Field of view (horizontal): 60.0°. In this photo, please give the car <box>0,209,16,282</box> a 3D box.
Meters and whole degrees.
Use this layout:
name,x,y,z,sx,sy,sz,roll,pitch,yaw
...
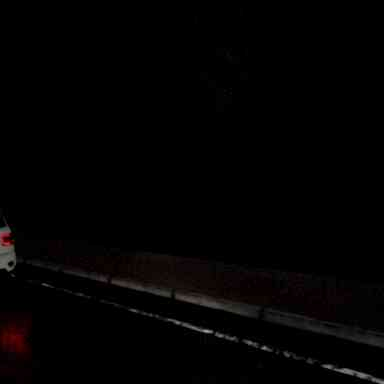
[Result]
name,x,y,z,sx,sy,sz,roll,pitch,yaw
car,-6.720,1.250,8.493,5.566,2.045,2.150,0,0,36
